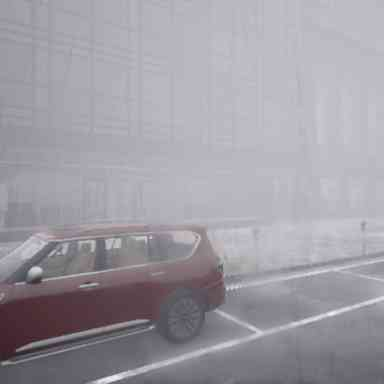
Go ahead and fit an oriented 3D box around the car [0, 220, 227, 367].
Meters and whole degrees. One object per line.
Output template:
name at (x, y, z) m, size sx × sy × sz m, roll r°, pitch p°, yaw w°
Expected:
car at (-1.751, 1.431, 5.212) m, size 5.009 × 1.841 × 2.192 m, roll 1°, pitch -2°, yaw -32°
